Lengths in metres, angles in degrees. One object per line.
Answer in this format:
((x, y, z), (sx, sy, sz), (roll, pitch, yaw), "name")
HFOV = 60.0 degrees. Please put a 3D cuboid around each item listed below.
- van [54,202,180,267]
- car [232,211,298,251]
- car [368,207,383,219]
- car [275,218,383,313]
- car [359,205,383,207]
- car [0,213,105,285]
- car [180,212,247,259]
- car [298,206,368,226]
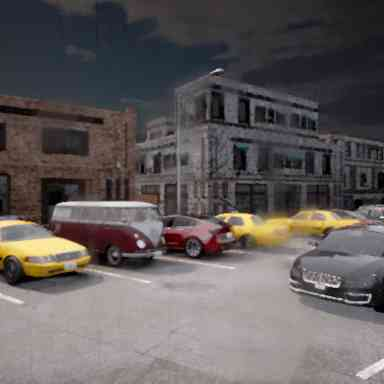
((-2.845, 1.319, 11.436), (4.442, 1.987, 1.878), (-1, -2, 35), "van")
((1.684, 1.624, 15.000), (5.366, 1.575, 1.946), (-1, -1, 35), "car")
((9.036, 1.776, 19.958), (4.792, 1.488, 2.163), (-1, -2, 35), "car")
((4.213, 1.615, 8.105), (4.892, 1.490, 1.837), (1, -1, -44), "car")
((11.409, 1.789, 21.672), (4.892, 1.521, 2.231), (-1, -1, 35), "car")
((-5.182, 1.502, 9.687), (5.366, 1.575, 1.946), (-1, -2, 34), "car")
((-0.580, 1.616, 13.209), (4.792, 1.488, 2.163), (-1, -1, 35), "car")
((6.466, 1.704, 18.389), (5.366, 1.575, 1.946), (-1, -1, 35), "car")
